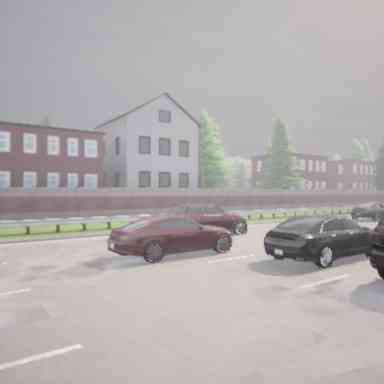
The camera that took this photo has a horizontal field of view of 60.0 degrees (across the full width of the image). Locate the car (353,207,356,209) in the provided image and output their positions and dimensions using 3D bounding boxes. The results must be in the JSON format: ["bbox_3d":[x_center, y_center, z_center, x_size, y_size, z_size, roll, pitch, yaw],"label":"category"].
[{"bbox_3d":[14.872,1.566,27.264,4.674,1.442,1.812,0,0,-36],"label":"car"}]

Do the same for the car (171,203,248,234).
[{"bbox_3d":[0.749,1.367,17.187,4.553,1.767,2.097,0,0,-35],"label":"car"}]

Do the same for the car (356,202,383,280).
[{"bbox_3d":[6.838,1.237,8.629,5.566,2.045,2.150,0,0,-35],"label":"car"}]

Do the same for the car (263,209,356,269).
[{"bbox_3d":[4.552,1.522,11.301,4.892,1.490,1.837,-1,0,-35],"label":"car"}]

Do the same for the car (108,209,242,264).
[{"bbox_3d":[-0.653,1.535,11.900,4.674,1.442,1.812,0,0,-35],"label":"car"}]
